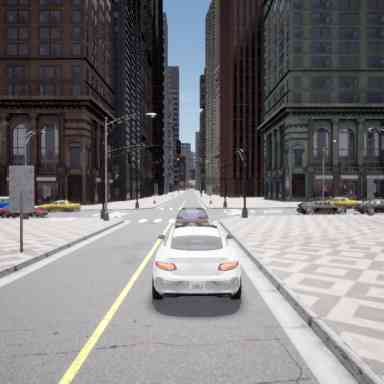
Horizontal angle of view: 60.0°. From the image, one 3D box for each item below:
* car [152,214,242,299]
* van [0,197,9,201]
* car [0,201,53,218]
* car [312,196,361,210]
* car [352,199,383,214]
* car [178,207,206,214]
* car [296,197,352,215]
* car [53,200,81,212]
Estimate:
[{"bbox_3d":[0.096,1.521,8.288,1.812,1.442,4.674,0,0,0],"label":"car"},{"bbox_3d":[-20.977,1.456,38.673,3.998,1.788,1.690,-1,1,0],"label":"van"},{"bbox_3d":[-15.298,1.727,30.145,4.206,1.307,1.802,-1,1,0],"label":"car"},{"bbox_3d":[16.716,1.232,38.619,4.829,1.417,1.752,-1,1,0],"label":"car"},{"bbox_3d":[17.049,1.341,30.094,4.403,1.369,2.008,-1,1,0],"label":"car"},{"bbox_3d":[0.021,1.533,17.878,2.033,1.411,5.357,0,0,1],"label":"car"},{"bbox_3d":[11.670,1.418,30.103,4.313,1.339,1.947,-1,1,0],"label":"car"},{"bbox_3d":[-15.465,1.584,38.669,4.829,1.417,1.752,-1,1,0],"label":"car"}]
